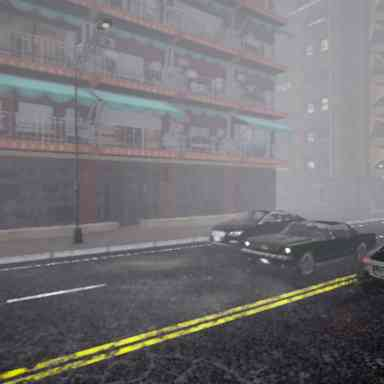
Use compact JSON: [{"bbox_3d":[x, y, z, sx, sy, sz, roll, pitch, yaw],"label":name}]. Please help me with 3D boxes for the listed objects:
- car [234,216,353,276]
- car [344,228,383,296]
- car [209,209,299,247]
[{"bbox_3d":[3.786,1.588,10.481,4.718,1.301,1.895,0,0,-36],"label":"car"},{"bbox_3d":[5.566,1.548,7.517,4.181,1.385,1.994,0,0,-36],"label":"car"},{"bbox_3d":[2.905,1.479,13.876,4.902,1.511,2.128,0,0,-36],"label":"car"}]
